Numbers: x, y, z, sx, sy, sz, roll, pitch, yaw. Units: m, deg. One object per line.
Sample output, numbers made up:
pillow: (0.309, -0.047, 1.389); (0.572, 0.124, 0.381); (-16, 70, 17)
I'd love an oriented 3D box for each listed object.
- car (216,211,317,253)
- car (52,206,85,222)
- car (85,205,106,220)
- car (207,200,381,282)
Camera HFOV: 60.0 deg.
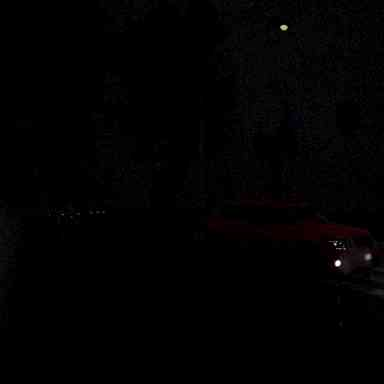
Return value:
car: (3.182, 1.675, 15.012); (1.994, 1.385, 4.181); (0, -1, -35)
car: (-12.153, 2.051, 31.879); (1.812, 1.442, 4.674); (0, -1, -35)
car: (-10.775, 2.104, 35.038); (2.033, 1.411, 5.357); (0, -1, -35)
car: (2.757, 1.285, 10.464); (2.150, 2.045, 5.566); (0, -1, -35)
